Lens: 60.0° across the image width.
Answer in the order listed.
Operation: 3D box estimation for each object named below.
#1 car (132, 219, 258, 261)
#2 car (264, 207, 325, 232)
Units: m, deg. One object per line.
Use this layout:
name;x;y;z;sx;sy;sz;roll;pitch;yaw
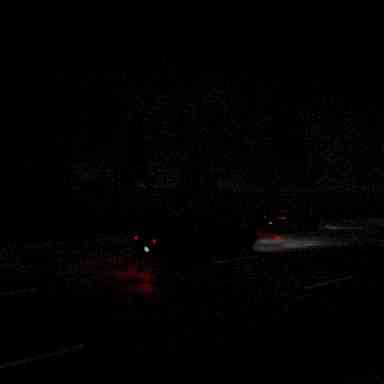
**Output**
car;0.281;1.666;12.543;4.718;1.301;1.895;1;0;-35
car;6.607;1.680;21.351;4.674;1.442;1.812;0;0;-35
